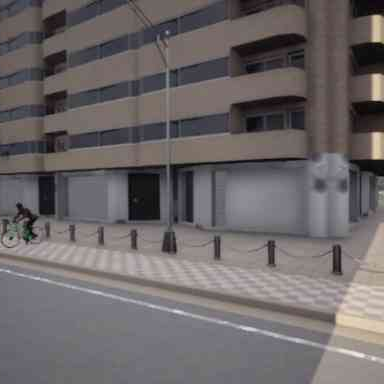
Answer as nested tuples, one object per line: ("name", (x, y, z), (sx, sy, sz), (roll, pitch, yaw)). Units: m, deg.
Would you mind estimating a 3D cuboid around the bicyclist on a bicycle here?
("bicyclist on a bicycle", (-6.315, 1.232, 12.511), (0.582, 1.620, 1.656), (0, 1, 33))
